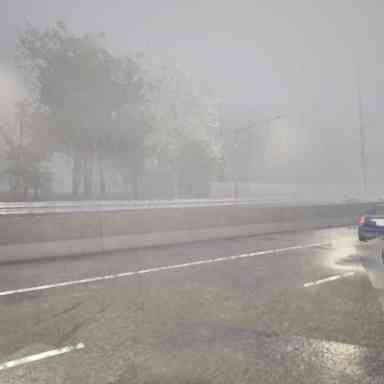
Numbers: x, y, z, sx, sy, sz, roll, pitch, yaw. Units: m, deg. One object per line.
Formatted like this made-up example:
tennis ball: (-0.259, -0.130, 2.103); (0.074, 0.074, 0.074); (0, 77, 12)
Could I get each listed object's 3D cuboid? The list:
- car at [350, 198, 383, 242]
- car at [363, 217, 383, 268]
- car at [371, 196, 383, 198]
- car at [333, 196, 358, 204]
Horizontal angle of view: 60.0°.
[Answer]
car: (9.301, 1.282, 14.558); (4.553, 1.767, 2.097); (0, 0, -35)
car: (6.846, 1.447, 8.587); (4.902, 1.511, 2.128); (0, 0, -35)
car: (26.913, 1.329, 48.501); (4.674, 1.442, 1.812); (0, 0, -35)
car: (23.254, 1.299, 50.176); (4.902, 1.511, 2.128); (0, 0, -35)
